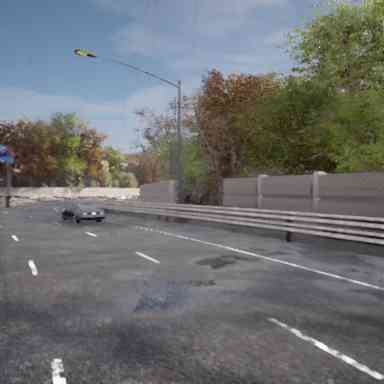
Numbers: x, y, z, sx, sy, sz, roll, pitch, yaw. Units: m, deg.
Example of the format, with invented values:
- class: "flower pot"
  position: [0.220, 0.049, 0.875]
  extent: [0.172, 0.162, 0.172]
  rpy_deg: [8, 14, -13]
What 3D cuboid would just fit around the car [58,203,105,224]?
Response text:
- class: "car"
  position: [-8.224, 1.518, 24.582]
  extent: [2.033, 1.411, 5.357]
  rpy_deg: [0, 0, -38]
